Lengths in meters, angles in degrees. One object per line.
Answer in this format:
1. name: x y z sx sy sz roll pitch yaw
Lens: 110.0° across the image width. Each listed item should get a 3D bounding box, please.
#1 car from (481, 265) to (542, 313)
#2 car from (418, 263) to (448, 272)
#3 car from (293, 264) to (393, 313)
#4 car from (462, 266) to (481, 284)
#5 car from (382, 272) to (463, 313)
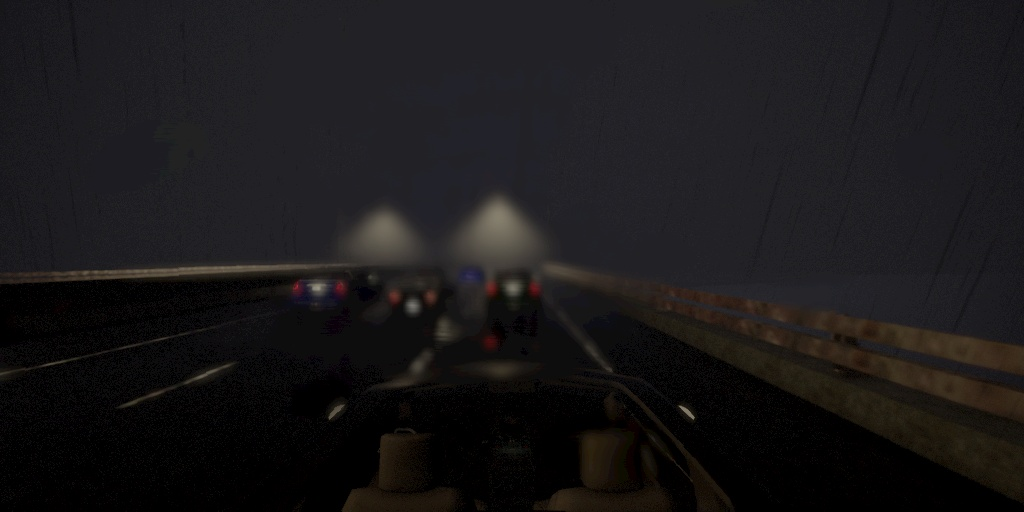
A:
1. car: 0.078 1.250 14.955 2.097 1.767 4.553 0 -1 1
2. car: -6.714 1.569 30.760 1.882 1.535 5.008 0 0 2
3. car: -6.922 1.252 15.005 2.097 1.767 4.553 0 -1 1
4. car: -3.213 1.567 30.714 1.882 1.535 5.008 0 0 2
5. car: -3.429 1.499 14.801 1.895 1.301 4.718 0 -1 1
